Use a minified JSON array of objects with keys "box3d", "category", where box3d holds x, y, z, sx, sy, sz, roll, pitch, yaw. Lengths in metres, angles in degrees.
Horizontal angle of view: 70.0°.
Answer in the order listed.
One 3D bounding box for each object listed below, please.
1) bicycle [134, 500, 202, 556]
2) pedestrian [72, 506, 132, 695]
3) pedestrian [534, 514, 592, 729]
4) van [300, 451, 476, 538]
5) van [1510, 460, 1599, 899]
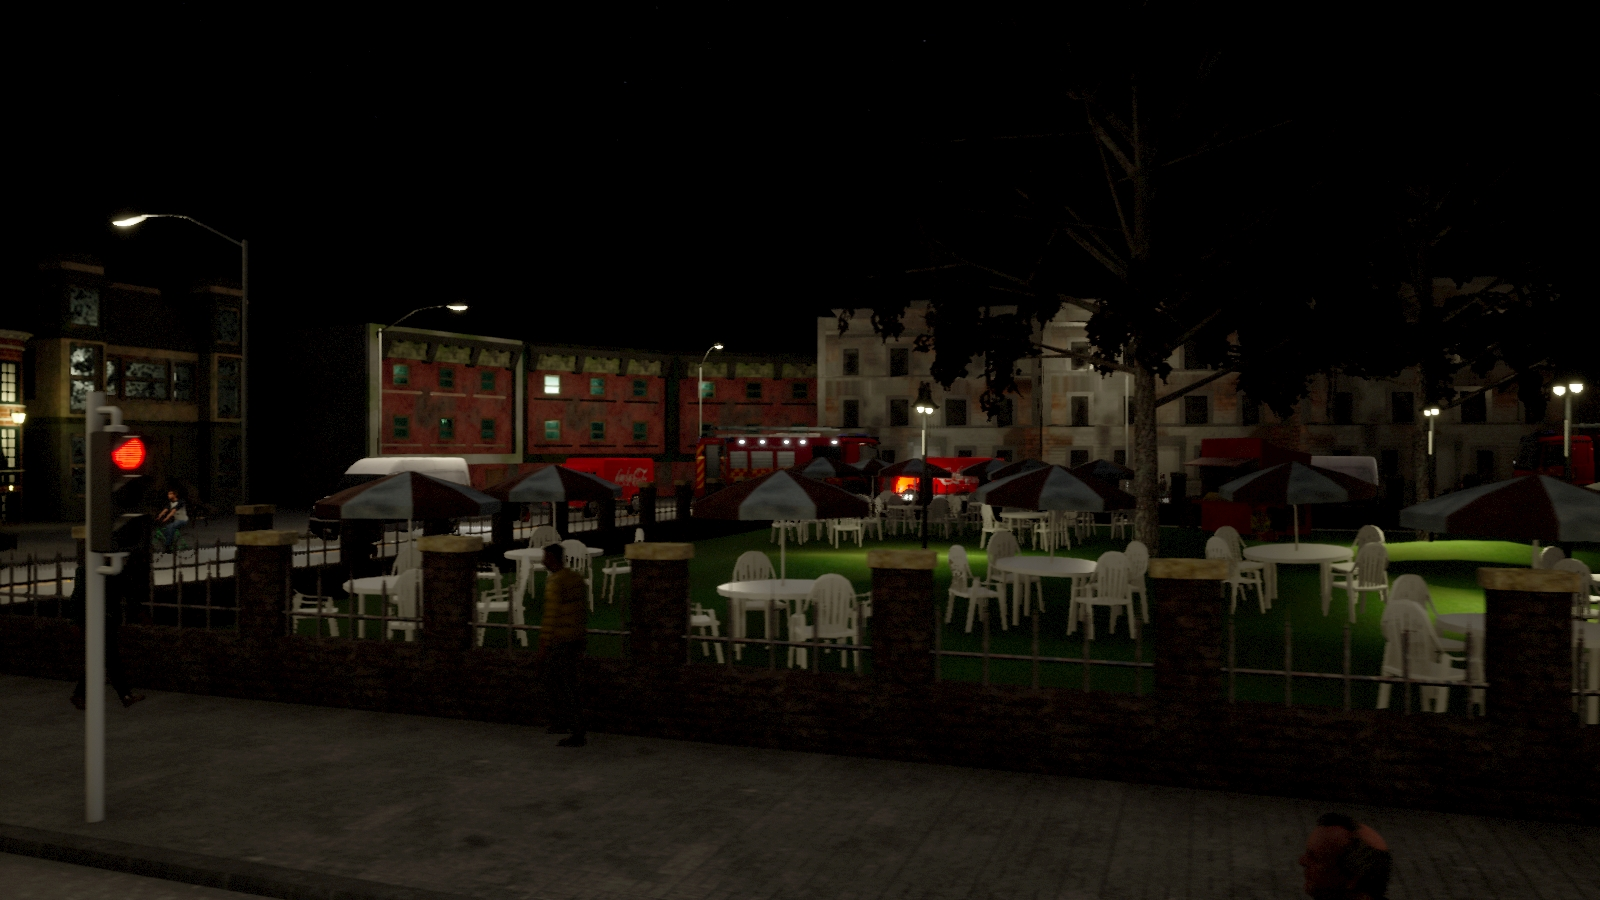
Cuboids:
[{"box3d":[-15.879,1.934,28.750,0.373,1.296,1.643,0,0,20],"category":"bicycle"},{"box3d":[-7.114,1.517,11.648,0.375,1.860,0.375,0,0,20],"category":"pedestrian"},{"box3d":[-2.128,1.515,10.269,0.375,1.860,0.375,0,0,20],"category":"pedestrian"},{"box3d":[-13.054,1.313,36.698,1.988,2.561,5.915,0,0,20],"category":"van"},{"box3d":[4.922,1.315,2.050,5.915,2.561,1.988,0,0,20],"category":"van"}]
